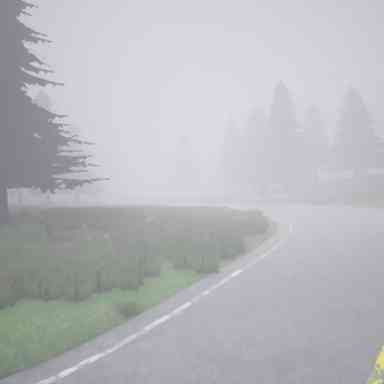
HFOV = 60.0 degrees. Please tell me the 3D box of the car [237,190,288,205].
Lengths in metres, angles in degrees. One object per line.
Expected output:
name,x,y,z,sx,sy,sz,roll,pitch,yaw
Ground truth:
car,5.969,0.543,29.019,1.895,1.301,4.718,-3,1,-31
